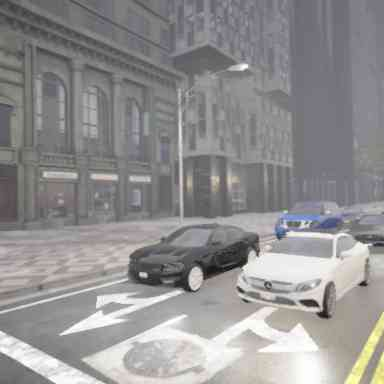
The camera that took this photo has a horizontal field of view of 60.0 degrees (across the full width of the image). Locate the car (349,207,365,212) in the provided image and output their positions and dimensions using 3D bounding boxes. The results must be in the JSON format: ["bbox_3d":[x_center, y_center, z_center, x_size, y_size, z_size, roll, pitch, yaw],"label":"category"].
[{"bbox_3d":[12.727,1.908,26.054,1.812,1.442,4.674,-2,-2,38],"label":"car"}]

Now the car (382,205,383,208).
[{"bbox_3d":[15.272,1.510,24.039,2.150,2.045,5.566,-2,-2,38],"label":"car"}]

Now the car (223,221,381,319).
[{"bbox_3d":[2.892,1.666,7.931,1.812,1.442,4.674,-2,-2,40],"label":"car"}]

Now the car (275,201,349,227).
[{"bbox_3d":[6.424,1.528,17.873,2.150,2.045,5.566,-2,-2,38],"label":"car"}]

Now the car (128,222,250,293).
[{"bbox_3d":[0.311,1.711,9.912,1.882,1.535,5.008,-2,-2,36],"label":"car"}]

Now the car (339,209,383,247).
[{"bbox_3d":[8.805,1.758,15.623,2.033,1.411,5.357,-2,-2,38],"label":"car"}]
